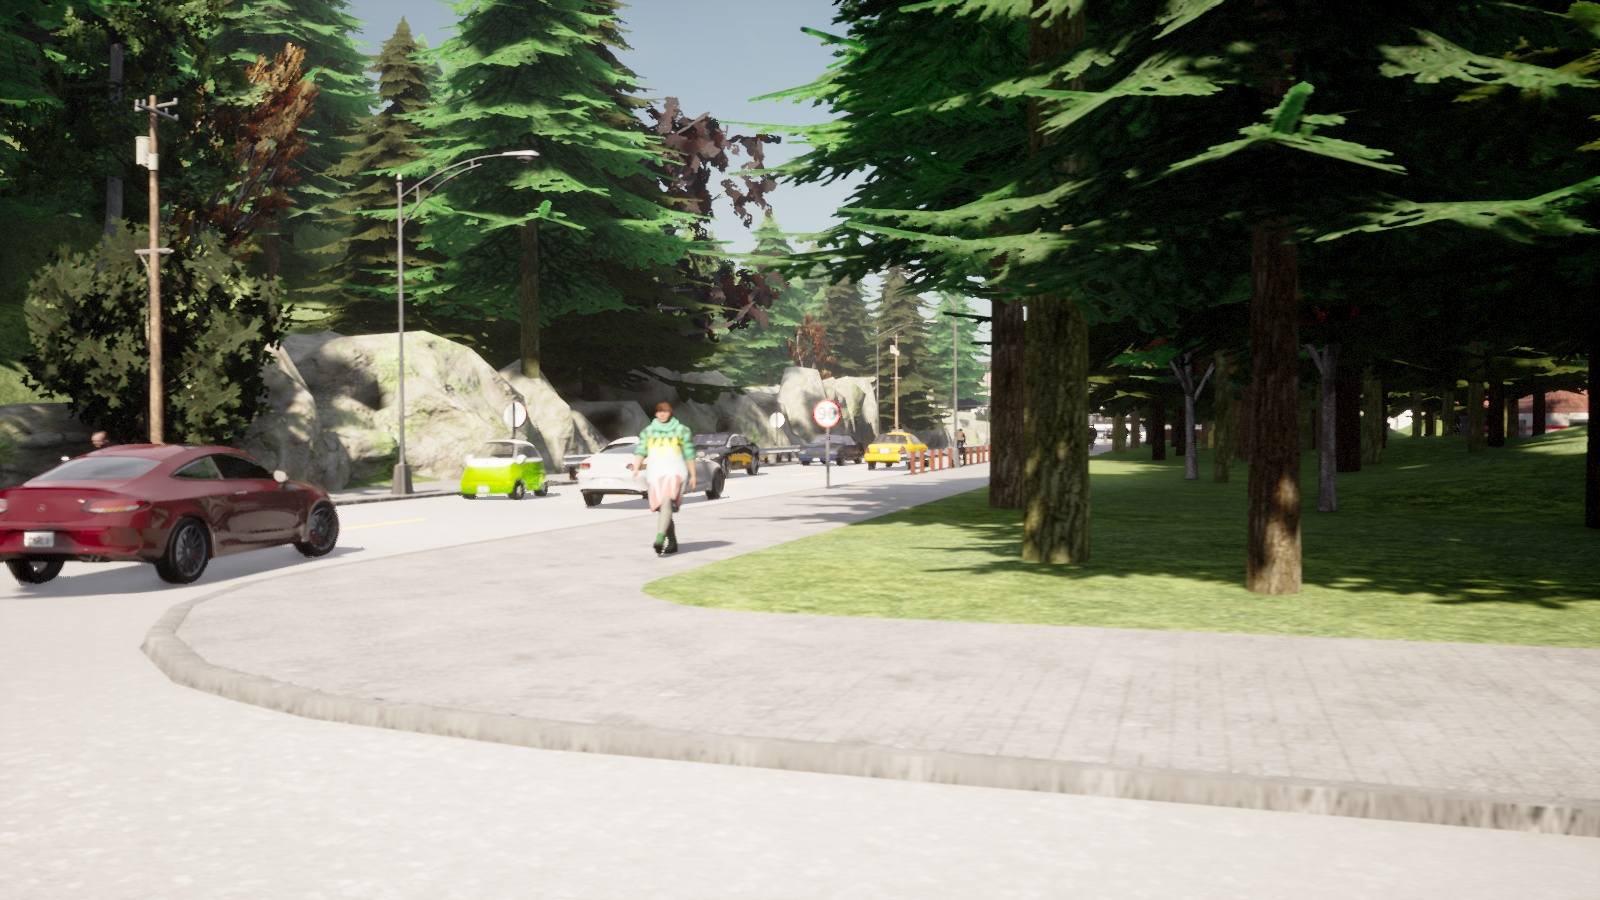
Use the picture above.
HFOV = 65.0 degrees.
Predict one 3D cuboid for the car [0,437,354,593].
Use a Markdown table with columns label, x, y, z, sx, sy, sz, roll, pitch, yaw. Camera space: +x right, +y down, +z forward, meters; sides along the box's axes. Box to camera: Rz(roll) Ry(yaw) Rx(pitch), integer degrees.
| label | x | y | z | sx | sy | sz | roll | pitch | yaw |
| --- | --- | --- | --- | --- | --- | --- | --- | --- | --- |
| car | -7.014 | 0.592 | 14.282 | 1.812 | 1.442 | 4.674 | 0 | 1 | 6 |

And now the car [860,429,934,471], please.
| label | x | y | z | sx | sy | sz | roll | pitch | yaw |
| --- | --- | --- | --- | --- | --- | --- | --- | --- | --- |
| car | 3.942 | -0.028 | 50.194 | 1.801 | 1.575 | 5.366 | 1 | 1 | 17 |

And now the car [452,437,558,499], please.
| label | x | y | z | sx | sy | sz | roll | pitch | yaw |
| --- | --- | --- | --- | --- | --- | --- | --- | --- | --- |
| car | -6.778 | 0.385 | 29.005 | 1.481 | 1.376 | 2.207 | 1 | 1 | 17 |

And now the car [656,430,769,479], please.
| label | x | y | z | sx | sy | sz | roll | pitch | yaw |
| --- | --- | --- | --- | --- | --- | --- | --- | --- | --- |
| car | -2.822 | 0.096 | 41.833 | 2.128 | 1.511 | 4.902 | 1 | 1 | 17 |

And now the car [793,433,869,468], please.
| label | x | y | z | sx | sy | sz | roll | pitch | yaw |
| --- | --- | --- | --- | --- | --- | --- | --- | --- | --- |
| car | 1.452 | -0.020 | 55.705 | 2.033 | 1.411 | 5.357 | 1 | 1 | 17 |

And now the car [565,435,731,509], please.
| label | x | y | z | sx | sy | sz | roll | pitch | yaw |
| --- | --- | --- | --- | --- | --- | --- | --- | --- | --- |
| car | -3.162 | 0.400 | 27.164 | 1.812 | 1.442 | 4.674 | 1 | 1 | 17 |

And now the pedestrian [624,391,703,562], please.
| label | x | y | z | sx | sy | sz | roll | pitch | yaw |
| --- | --- | --- | --- | --- | --- | --- | --- | --- | --- |
| pedestrian | -1.598 | 0.290 | 14.797 | 0.659 | 1.952 | 0.873 | 0 | 1 | 13 |
